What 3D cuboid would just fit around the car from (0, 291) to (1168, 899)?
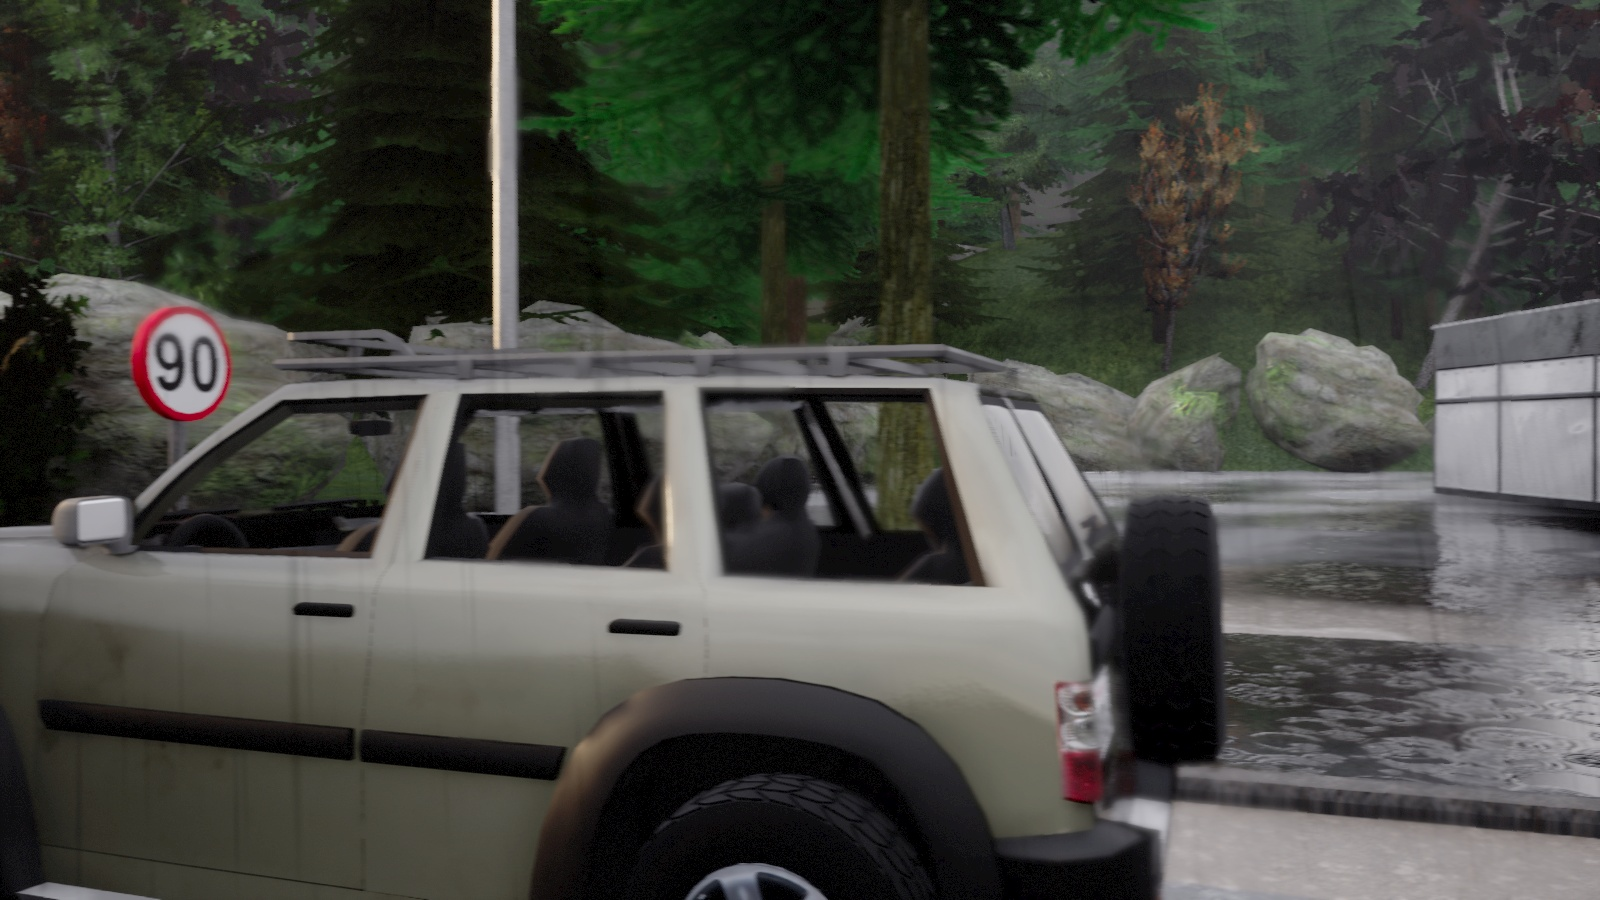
[{"bbox_3d":[-1.237,0.570,4.134,4.605,1.855,1.932,1,1,19],"label":"car"}]
